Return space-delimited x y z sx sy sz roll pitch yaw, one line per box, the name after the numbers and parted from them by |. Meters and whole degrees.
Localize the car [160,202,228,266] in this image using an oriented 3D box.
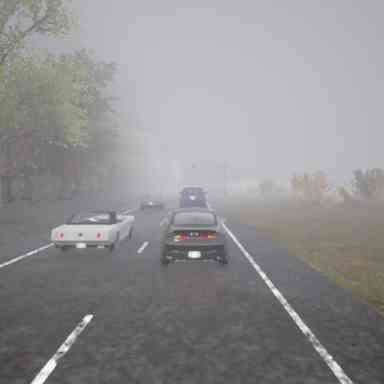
0.072 1.256 10.627 1.837 1.490 4.892 0 1 0 | car

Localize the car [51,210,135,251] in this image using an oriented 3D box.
-3.417 1.310 12.510 1.895 1.301 4.718 0 1 0 | car

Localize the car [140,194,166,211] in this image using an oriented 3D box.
-3.408 0.873 29.775 1.994 1.385 4.181 0 1 0 | car

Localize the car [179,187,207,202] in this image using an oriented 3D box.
0.090 0.562 28.376 2.150 2.045 5.566 0 1 0 | car
